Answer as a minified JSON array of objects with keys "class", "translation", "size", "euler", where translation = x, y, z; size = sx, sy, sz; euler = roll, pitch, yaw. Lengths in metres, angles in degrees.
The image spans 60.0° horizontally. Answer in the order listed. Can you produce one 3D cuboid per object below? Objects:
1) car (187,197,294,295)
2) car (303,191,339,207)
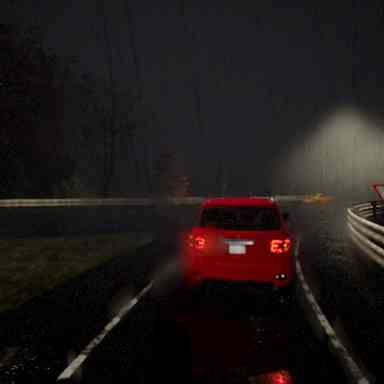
[{"class":"car","translation":[1.379,1.133,8.761],"size":[2.150,2.045,5.566],"euler":[0,1,12]},{"class":"car","translation":[16.329,0.964,42.813],"size":[5.008,1.535,1.882],"euler":[0,1,-37]}]
